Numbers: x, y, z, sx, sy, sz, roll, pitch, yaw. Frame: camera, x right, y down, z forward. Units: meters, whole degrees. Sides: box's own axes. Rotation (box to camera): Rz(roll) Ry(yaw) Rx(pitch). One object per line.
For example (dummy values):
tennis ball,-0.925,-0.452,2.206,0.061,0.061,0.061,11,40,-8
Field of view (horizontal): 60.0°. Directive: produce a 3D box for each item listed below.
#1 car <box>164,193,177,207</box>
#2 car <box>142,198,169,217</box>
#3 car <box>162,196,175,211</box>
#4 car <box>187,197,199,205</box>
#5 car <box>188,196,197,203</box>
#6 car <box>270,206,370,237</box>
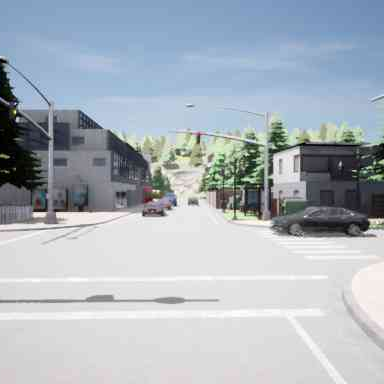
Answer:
car,-3.519,1.219,52.457,2.150,2.045,5.566,0,0,0
car,-3.552,1.561,31.674,1.994,1.385,4.181,0,0,0
car,-3.535,1.523,41.828,1.812,1.442,4.674,0,0,0
car,0.177,1.544,57.490,2.033,1.411,5.357,0,0,0
car,0.170,1.596,69.945,1.895,1.301,4.718,0,0,0
car,6.550,1.485,17.218,4.892,1.490,1.837,0,0,0
